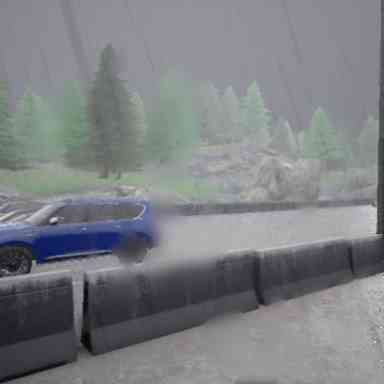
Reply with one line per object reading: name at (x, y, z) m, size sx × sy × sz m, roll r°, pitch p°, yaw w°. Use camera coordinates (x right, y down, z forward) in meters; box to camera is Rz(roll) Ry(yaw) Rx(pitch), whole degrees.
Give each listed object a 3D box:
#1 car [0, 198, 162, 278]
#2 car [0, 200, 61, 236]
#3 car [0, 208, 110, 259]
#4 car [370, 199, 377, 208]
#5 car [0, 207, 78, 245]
car at (-3.573, 1.231, 10.042) m, size 5.566 × 2.045 × 2.150 m, roll 0°, pitch 0°, yaw -36°
car at (-9.901, 1.361, 18.425) m, size 4.553 × 1.767 × 2.097 m, roll 0°, pitch 0°, yaw -35°
car at (-5.891, 1.486, 12.687) m, size 5.008 × 1.535 × 1.882 m, roll 0°, pitch 0°, yaw -35°
car at (25.278, 1.327, 43.478) m, size 4.892 × 1.490 × 1.837 m, roll 0°, pitch 0°, yaw -35°
car at (-7.959, 1.534, 15.512) m, size 4.674 × 1.442 × 1.812 m, roll 0°, pitch 0°, yaw -35°
